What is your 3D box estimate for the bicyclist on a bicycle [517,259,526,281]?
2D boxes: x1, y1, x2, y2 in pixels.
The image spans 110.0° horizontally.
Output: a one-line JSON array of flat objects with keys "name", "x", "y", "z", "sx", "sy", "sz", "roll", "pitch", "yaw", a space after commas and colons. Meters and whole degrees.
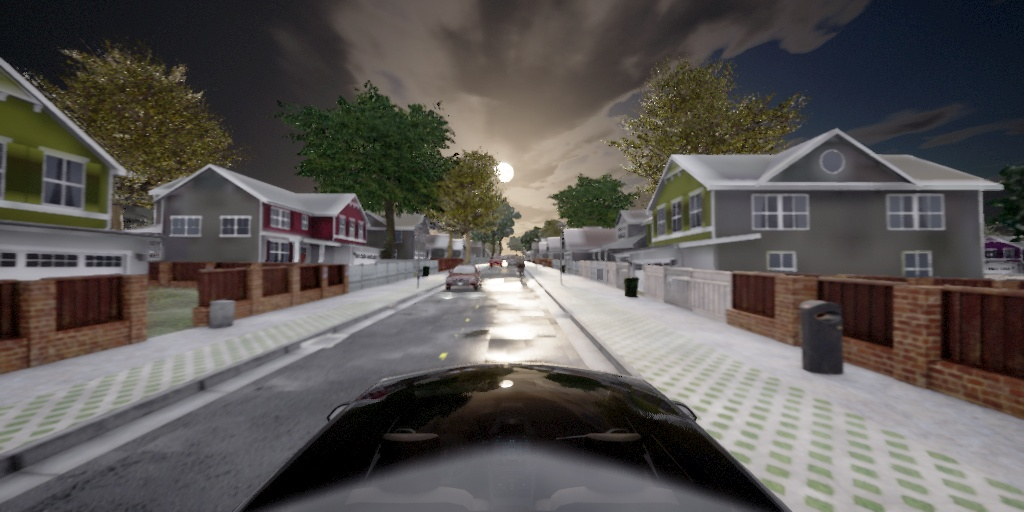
[{"name": "bicyclist on a bicycle", "x": 0.763, "y": 1.098, "z": 27.401, "sx": 0.659, "sy": 1.776, "sz": 1.843, "roll": 0, "pitch": 0, "yaw": 0}]

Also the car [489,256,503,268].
[{"name": "car", "x": -2.758, "y": 0.958, "z": 63.376, "sx": 2.150, "sy": 2.045, "sz": 5.566, "roll": 0, "pitch": 0, "yaw": 1}]

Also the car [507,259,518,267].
[{"name": "car", "x": 0.060, "y": 1.229, "z": 63.942, "sx": 2.128, "sy": 1.511, "sz": 4.902, "roll": 0, "pitch": 0, "yaw": 0}]

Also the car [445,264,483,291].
[{"name": "car", "x": -2.843, "y": 1.258, "z": 22.013, "sx": 1.812, "sy": 1.442, "sz": 4.674, "roll": 0, "pitch": 0, "yaw": 0}]
